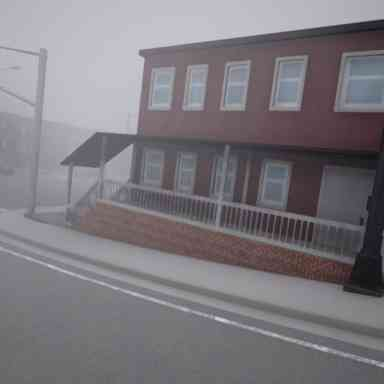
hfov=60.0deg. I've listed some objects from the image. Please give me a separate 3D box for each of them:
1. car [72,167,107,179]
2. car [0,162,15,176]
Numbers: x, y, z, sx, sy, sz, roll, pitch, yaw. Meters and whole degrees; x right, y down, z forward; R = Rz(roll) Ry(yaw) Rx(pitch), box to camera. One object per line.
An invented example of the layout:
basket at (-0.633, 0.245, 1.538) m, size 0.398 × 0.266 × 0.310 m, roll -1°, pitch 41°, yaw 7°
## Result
car at (-13.277, -2.526, 43.034) m, size 1.837 × 1.490 × 4.892 m, roll 11°, pitch 7°, yaw 35°
car at (-20.203, -2.468, 33.465) m, size 1.994 × 1.385 × 4.181 m, roll 10°, pitch 6°, yaw 35°
